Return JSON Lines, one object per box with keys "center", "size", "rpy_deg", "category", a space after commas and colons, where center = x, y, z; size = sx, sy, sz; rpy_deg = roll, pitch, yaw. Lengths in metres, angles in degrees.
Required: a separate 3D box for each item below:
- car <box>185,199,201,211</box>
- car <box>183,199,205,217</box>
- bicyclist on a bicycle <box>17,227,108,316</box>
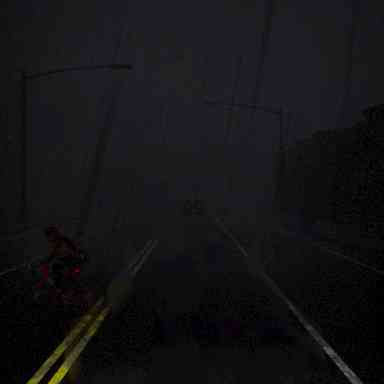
{"center": [0.155, 1.564, 42.023], "size": [1.994, 1.385, 4.181], "rpy_deg": [0, 0, 0], "category": "car"}
{"center": [0.148, 1.491, 31.667], "size": [2.128, 1.511, 4.902], "rpy_deg": [0, 0, 0], "category": "car"}
{"center": [-2.368, 1.455, 6.026], "size": [1.656, 1.620, 0.582], "rpy_deg": [-2, 0, 0], "category": "bicyclist on a bicycle"}
